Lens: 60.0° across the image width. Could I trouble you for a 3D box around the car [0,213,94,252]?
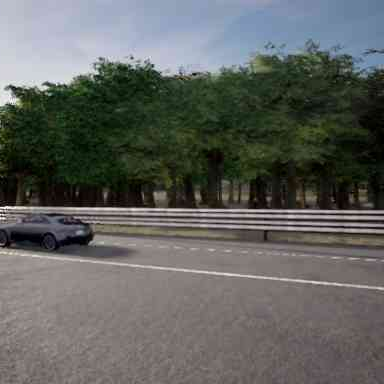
[{"bbox_3d":[-6.179,1.575,13.895,4.181,1.385,1.994,-1,-1,26],"label":"car"}]
